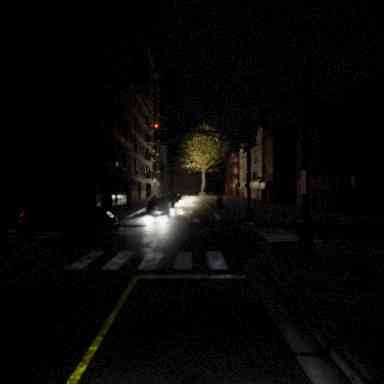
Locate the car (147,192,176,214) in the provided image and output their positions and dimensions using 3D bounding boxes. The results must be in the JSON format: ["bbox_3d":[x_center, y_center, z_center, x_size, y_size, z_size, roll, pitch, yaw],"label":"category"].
[{"bbox_3d":[-2.874,1.073,29.589,2.128,1.511,4.902,0,1,0],"label":"car"}]

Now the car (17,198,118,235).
[{"bbox_3d":[-6.024,1.093,16.548,4.553,1.767,2.097,0,0,-15],"label":"car"}]

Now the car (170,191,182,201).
[{"bbox_3d":[-2.806,0.683,58.307,1.837,1.490,4.892,0,1,0],"label":"car"}]

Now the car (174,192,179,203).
[{"bbox_3d":[-2.885,1.051,38.800,1.895,1.301,4.718,0,1,0],"label":"car"}]

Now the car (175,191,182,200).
[{"bbox_3d":[-2.862,0.885,47.985,1.994,1.385,4.181,0,1,0],"label":"car"}]
